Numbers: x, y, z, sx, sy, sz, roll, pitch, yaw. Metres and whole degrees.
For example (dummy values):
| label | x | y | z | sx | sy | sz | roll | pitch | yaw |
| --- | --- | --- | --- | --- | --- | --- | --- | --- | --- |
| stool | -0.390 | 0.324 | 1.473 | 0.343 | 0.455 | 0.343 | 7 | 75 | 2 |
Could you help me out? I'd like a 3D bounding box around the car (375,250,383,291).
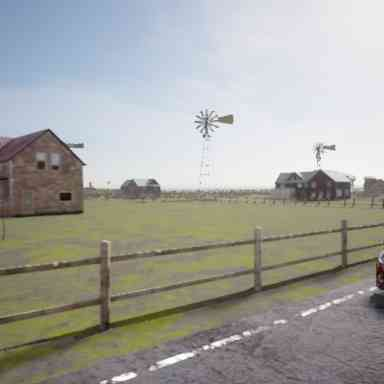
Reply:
| label | x | y | z | sx | sy | sz | roll | pitch | yaw |
| --- | --- | --- | --- | --- | --- | --- | --- | --- | --- |
| car | 6.193 | 1.366 | 7.694 | 4.553 | 1.767 | 2.097 | 0 | 0 | -37 |
